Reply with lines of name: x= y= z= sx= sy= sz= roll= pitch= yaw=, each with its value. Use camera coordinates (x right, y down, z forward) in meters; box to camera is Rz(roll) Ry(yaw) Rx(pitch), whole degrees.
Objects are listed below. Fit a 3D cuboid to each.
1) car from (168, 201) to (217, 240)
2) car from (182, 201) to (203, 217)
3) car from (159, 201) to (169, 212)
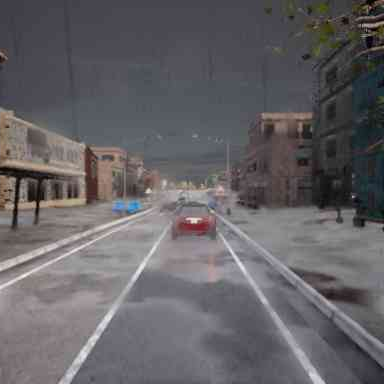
car: x=0.095 y=1.352 z=17.097 sx=2.097 sy=1.767 sz=4.553 roll=0 pitch=0 yaw=0
car: x=0.091 y=1.740 z=34.931 sx=2.033 sy=1.411 sz=5.357 roll=0 pitch=-1 yaw=0
car: x=-3.013 y=1.806 z=42.309 sx=2.033 sy=1.411 sz=5.357 roll=0 pitch=0 yaw=0
